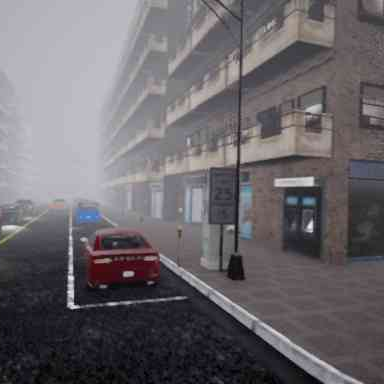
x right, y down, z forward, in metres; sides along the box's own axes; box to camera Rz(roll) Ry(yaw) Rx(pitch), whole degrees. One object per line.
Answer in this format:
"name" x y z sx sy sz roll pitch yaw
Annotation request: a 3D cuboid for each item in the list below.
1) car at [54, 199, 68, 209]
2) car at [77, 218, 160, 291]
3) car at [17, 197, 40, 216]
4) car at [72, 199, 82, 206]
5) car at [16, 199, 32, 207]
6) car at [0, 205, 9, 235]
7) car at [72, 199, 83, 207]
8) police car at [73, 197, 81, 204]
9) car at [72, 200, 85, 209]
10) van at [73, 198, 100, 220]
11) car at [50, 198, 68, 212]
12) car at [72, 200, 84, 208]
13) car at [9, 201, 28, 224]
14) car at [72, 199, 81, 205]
"car" -20.941 1.897 53.310 2.033 1.411 5.357 2 -1 -20
"car" -2.163 1.682 9.423 1.887 1.381 4.507 1 -1 -20
"car" -17.498 1.505 34.705 2.097 1.767 4.553 2 -1 -19
"car" -23.614 2.061 68.161 1.887 1.381 4.507 1 -1 -20
"car" -27.586 1.806 54.611 1.802 1.307 4.206 1 -1 -20
"car" -10.772 1.260 16.154 2.150 2.045 5.566 2 -1 -20
"car" -21.665 2.059 62.820 1.802 1.307 4.206 1 -1 -20
"police car" -29.387 2.076 84.913 1.930 1.638 5.238 2 -1 -20
"car" -17.766 1.984 52.141 1.802 1.307 4.206 1 -1 -20
"van" -8.014 1.572 25.444 1.690 1.788 3.998 1 -1 -20
"car" -17.606 1.640 44.170 2.097 1.767 4.553 2 -1 -20
"car" -19.715 2.005 57.481 1.947 1.339 4.313 1 -1 -20
"car" -14.019 1.656 25.082 1.994 1.385 4.181 2 -1 -19
"car" -25.564 2.138 73.500 1.802 1.307 4.206 1 -1 -20
